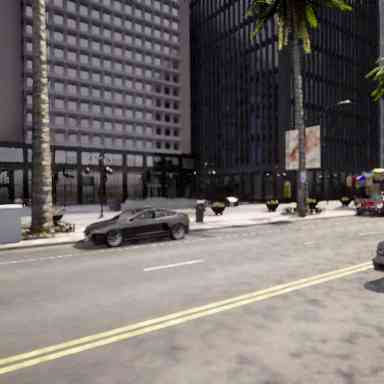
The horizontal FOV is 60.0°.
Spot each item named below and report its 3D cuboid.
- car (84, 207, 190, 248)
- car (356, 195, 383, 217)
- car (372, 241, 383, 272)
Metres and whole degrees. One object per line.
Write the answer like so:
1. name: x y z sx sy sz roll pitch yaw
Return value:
1. car: -2.312 1.436 14.749 4.786 1.482 2.161 -1 0 -36
2. car: 15.561 1.034 27.454 4.553 1.767 2.185 -1 0 -36
3. car: 6.828 1.430 8.705 5.357 1.411 2.033 -1 0 -35
